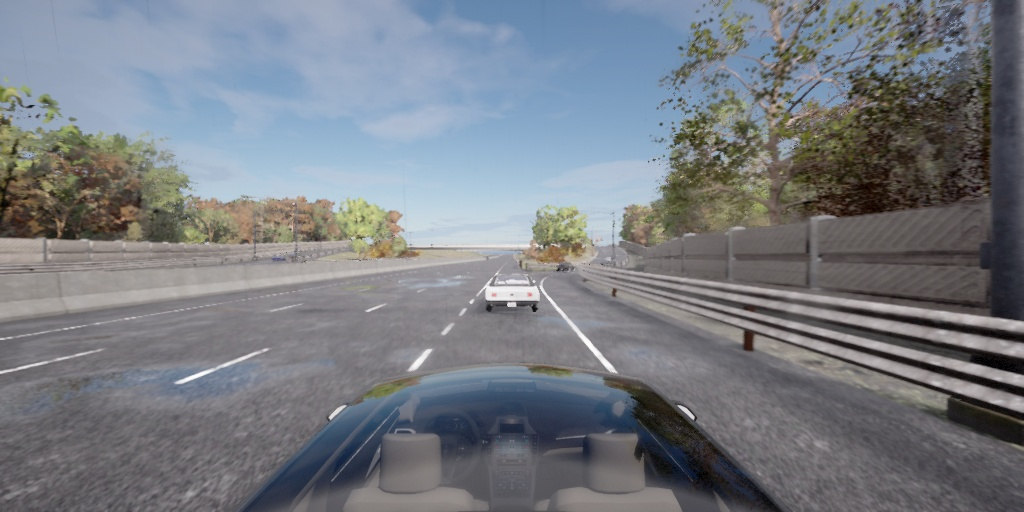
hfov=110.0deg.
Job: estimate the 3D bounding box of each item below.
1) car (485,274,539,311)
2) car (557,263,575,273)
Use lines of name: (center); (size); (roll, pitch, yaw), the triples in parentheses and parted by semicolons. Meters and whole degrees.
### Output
car: (0.006, 1.355, 14.359); (1.895, 1.301, 4.718); (0, 0, 0)
car: (8.457, 1.787, 55.755); (1.837, 1.490, 4.892); (-1, -2, 25)
